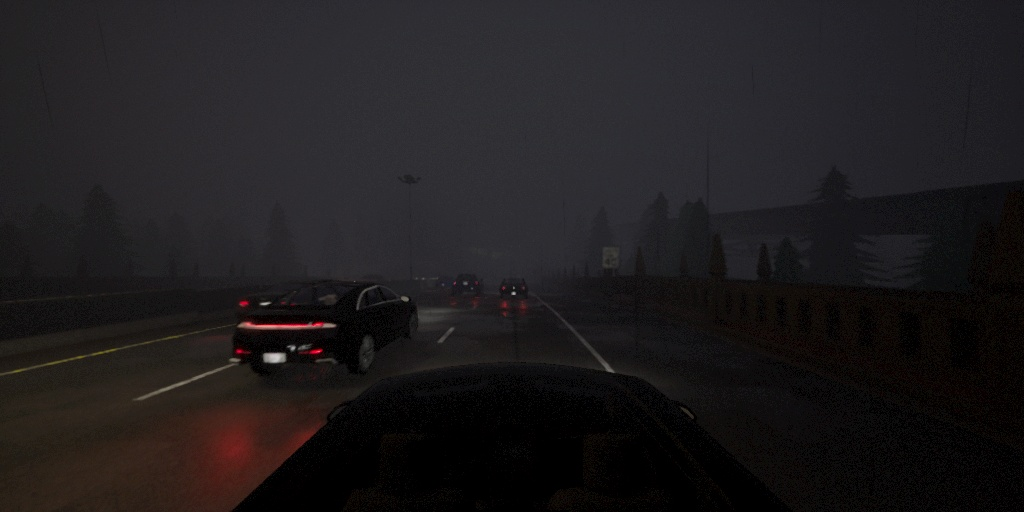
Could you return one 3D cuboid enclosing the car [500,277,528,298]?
[{"bbox_3d":[0.115,2.251,25.467,1.895,1.301,4.718,0,-3,0],"label":"car"}]

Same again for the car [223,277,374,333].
[{"bbox_3d":[-6.893,1.494,12.509,2.033,1.411,5.357,0,-2,0],"label":"car"}]

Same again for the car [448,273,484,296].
[{"bbox_3d":[-3.383,2.162,28.272,2.097,1.767,4.553,0,-3,0],"label":"car"}]

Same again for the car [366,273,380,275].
[{"bbox_3d":[-14.067,2.590,35.749,2.097,1.767,4.553,0,-3,0],"label":"car"}]

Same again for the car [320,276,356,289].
[{"bbox_3d":[-21.049,3.168,43.659,1.882,1.535,5.008,0,-4,0],"label":"car"}]

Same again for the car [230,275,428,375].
[{"bbox_3d":[-3.397,1.294,7.566,2.128,1.511,4.902,0,-1,0],"label":"car"}]

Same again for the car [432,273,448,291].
[{"bbox_3d":[-6.876,2.859,38.245,1.882,1.535,5.008,0,-3,0],"label":"car"}]
